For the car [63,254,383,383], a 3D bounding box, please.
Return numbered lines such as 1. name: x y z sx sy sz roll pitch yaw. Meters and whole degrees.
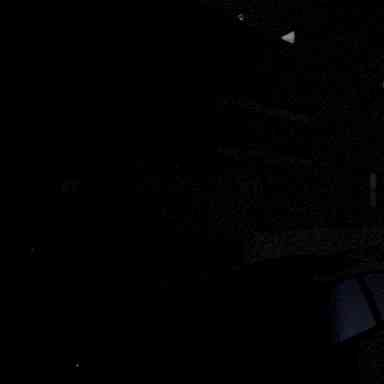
1. car: 1.386 1.558 4.054 5.357 1.411 2.033 0 0 -35
